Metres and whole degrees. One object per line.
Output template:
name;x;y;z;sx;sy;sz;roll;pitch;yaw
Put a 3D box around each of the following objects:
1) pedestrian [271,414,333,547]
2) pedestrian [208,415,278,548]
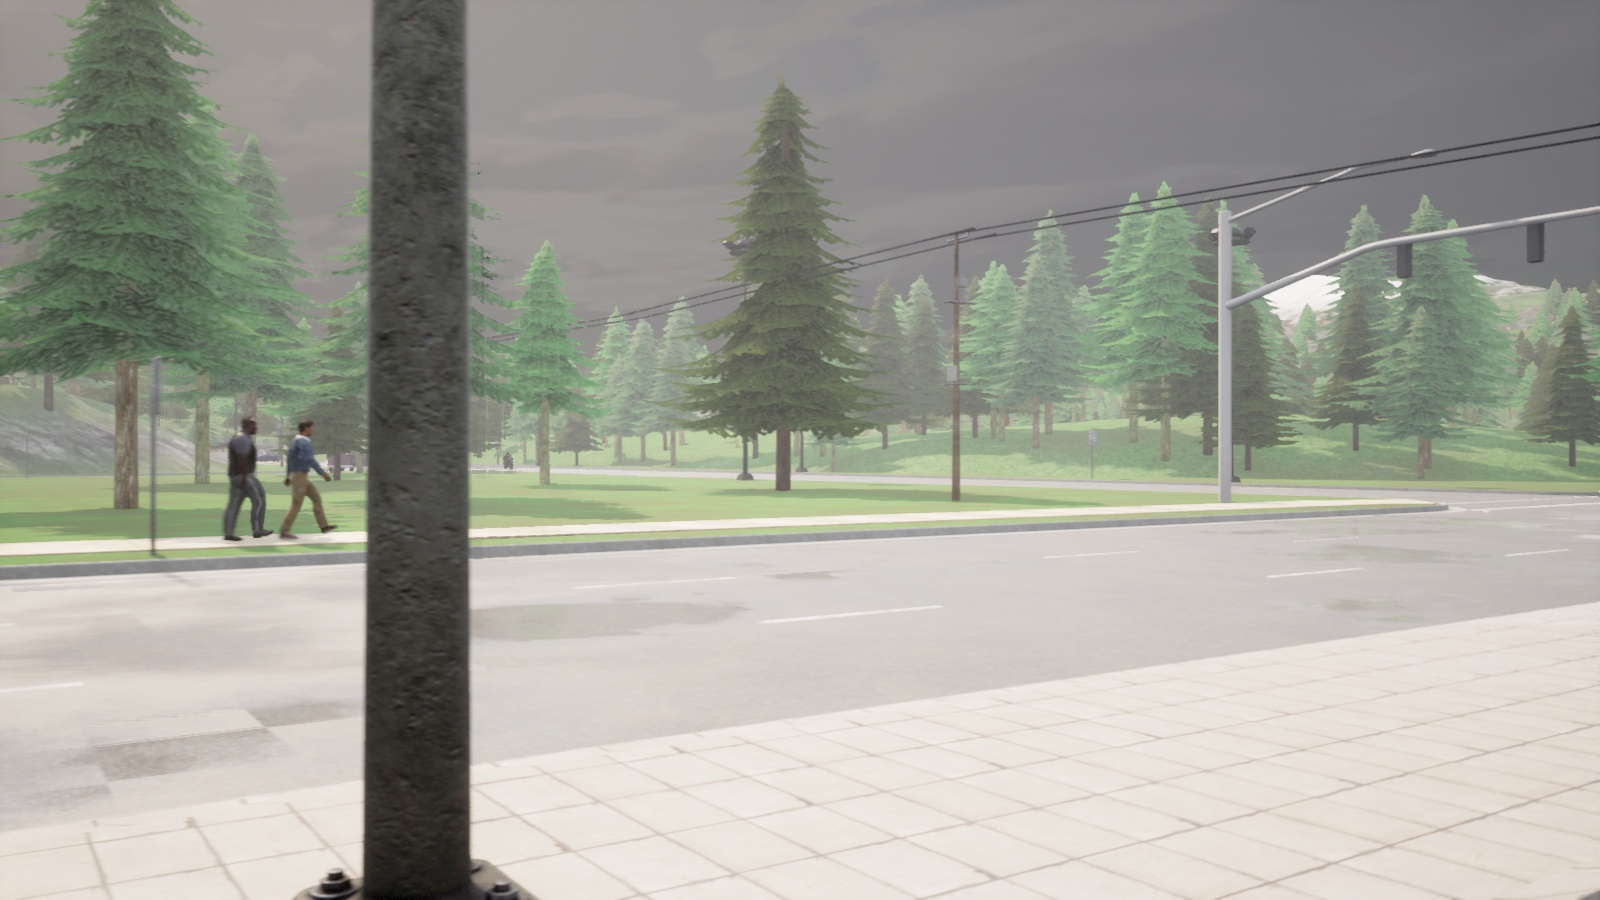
pedestrian;-7.427;0.445;18.747;0.788;1.949;0.423;0;0;-34
pedestrian;-8.099;0.446;18.260;0.849;1.883;0.563;0;0;-34
